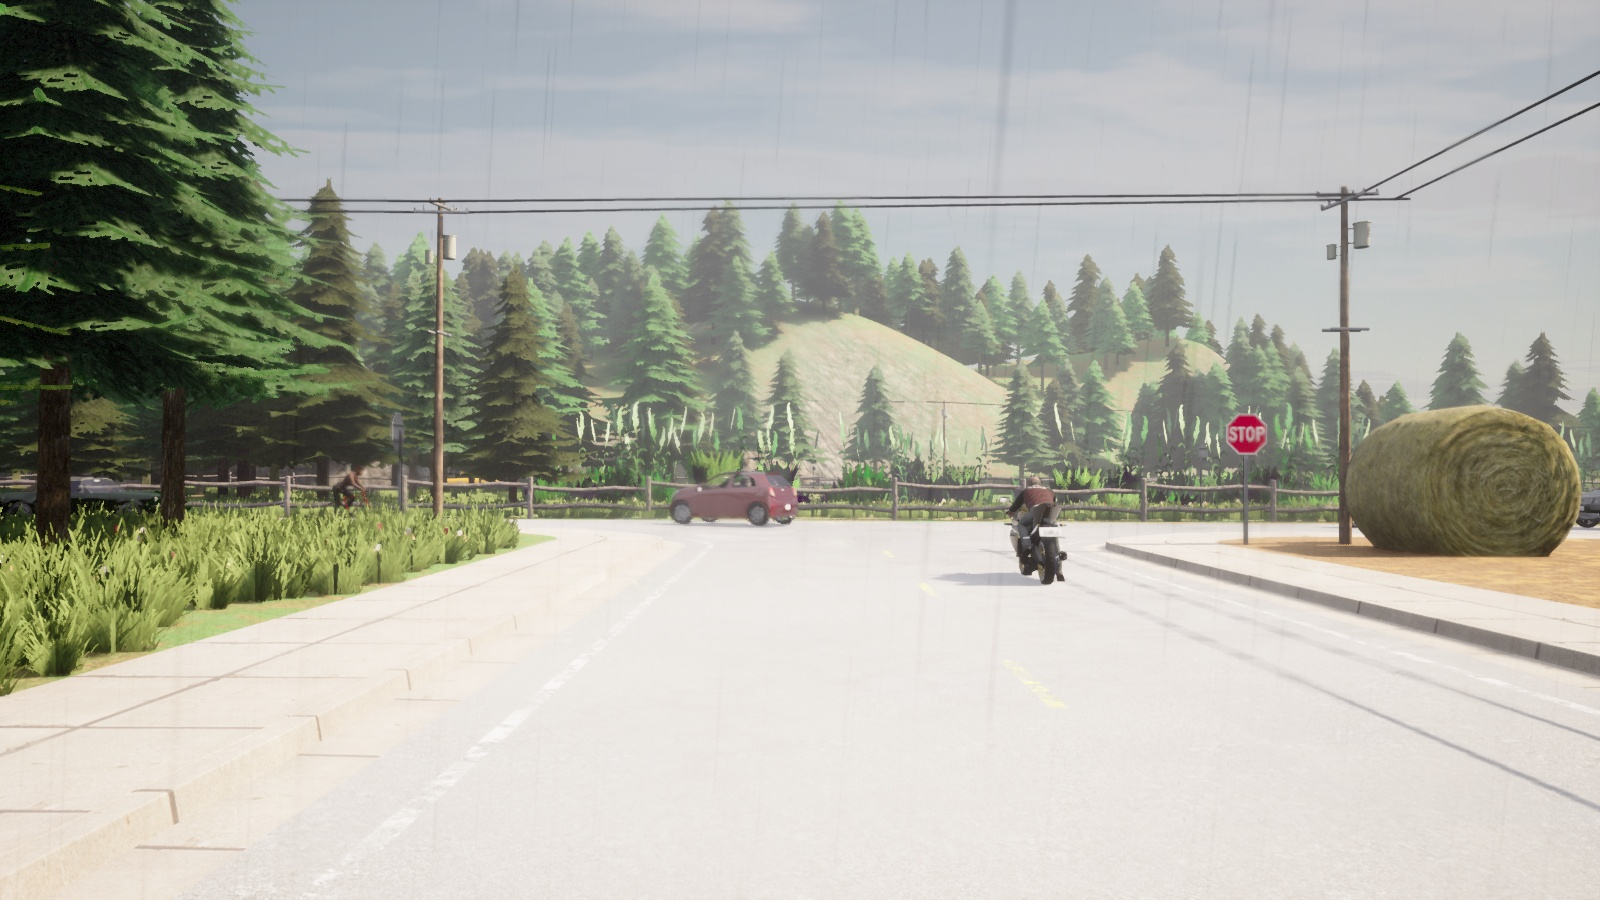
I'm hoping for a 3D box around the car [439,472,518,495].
[{"bbox_3d":[-22.792,2.337,89.068,5.366,1.575,1.801,0,-1,-14],"label":"car"}]

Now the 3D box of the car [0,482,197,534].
[{"bbox_3d":[-18.790,1.513,33.295,4.718,1.301,1.895,0,-1,2],"label":"car"}]

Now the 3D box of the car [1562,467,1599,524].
[{"bbox_3d":[23.568,1.248,34.871,3.705,1.549,1.789,0,-1,3],"label":"car"}]

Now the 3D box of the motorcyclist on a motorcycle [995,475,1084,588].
[{"bbox_3d":[3.450,1.143,18.311,0.866,1.530,2.191,0,-1,0],"label":"motorcyclist on a motorcycle"}]

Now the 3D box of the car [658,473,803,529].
[{"bbox_3d":[-1.967,1.398,35.442,3.633,1.501,1.845,-1,-1,28],"label":"car"}]

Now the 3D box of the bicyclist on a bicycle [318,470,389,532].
[{"bbox_3d":[-11.723,1.332,32.986,1.656,1.620,0.582,0,-1,3],"label":"bicyclist on a bicycle"}]
